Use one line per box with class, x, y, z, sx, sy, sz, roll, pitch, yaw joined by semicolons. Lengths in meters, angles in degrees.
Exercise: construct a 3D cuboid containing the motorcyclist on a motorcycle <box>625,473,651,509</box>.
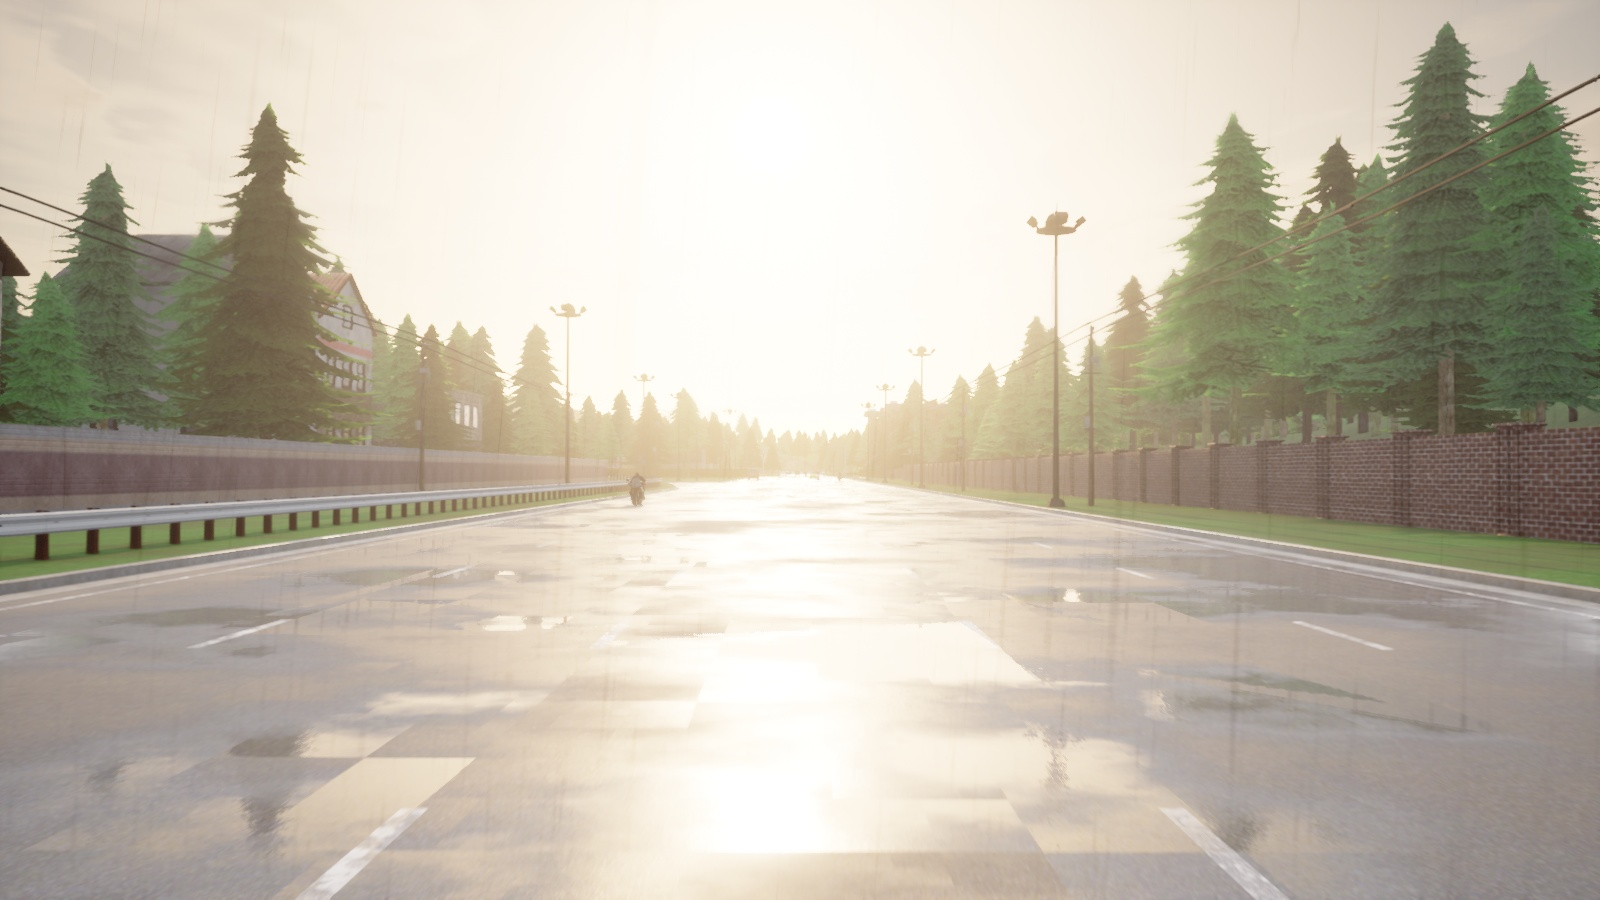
motorcyclist on a motorcycle;-7.133;1.804;55.293;0.866;1.530;2.191;0;-1;0
